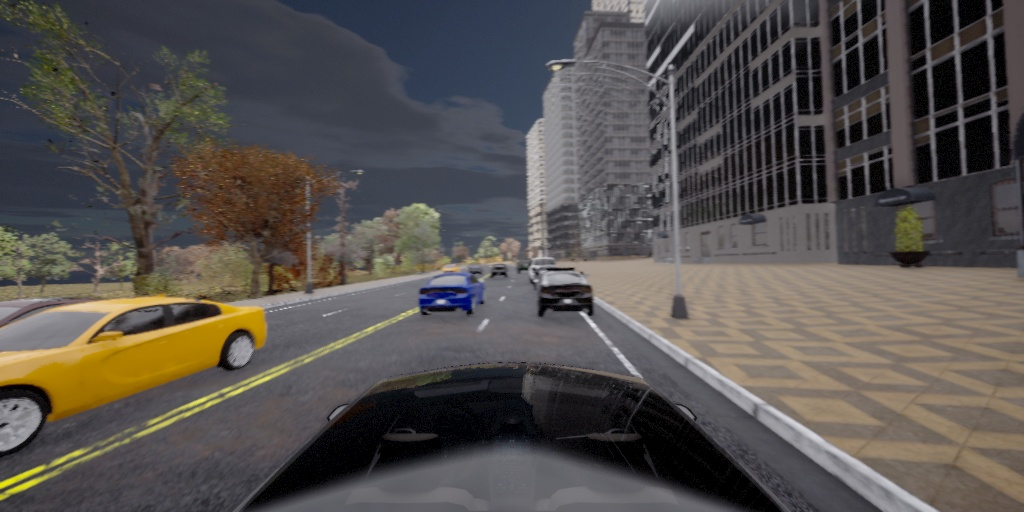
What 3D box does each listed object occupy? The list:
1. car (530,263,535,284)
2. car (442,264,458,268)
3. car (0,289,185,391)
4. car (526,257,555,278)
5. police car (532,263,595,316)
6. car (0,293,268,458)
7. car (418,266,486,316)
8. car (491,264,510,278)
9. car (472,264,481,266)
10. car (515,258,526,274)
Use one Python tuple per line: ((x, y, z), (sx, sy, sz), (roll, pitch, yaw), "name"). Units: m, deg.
((2.350, 1.400, 23.769), (1.812, 1.442, 4.674), (-1, 0, 2), "car")
((-7.981, 1.828, 46.792), (1.882, 1.535, 5.008), (-1, -1, 0), "car")
((-9.404, 1.562, 6.853), (1.812, 1.442, 4.674), (-2, -1, 4), "car")
((2.551, 1.148, 29.855), (2.150, 2.045, 5.566), (-1, -1, 2), "car")
((1.879, 1.227, 13.798), (1.930, 1.638, 5.238), (-2, 0, 3), "police car")
((-6.241, 1.421, 5.511), (1.882, 1.535, 5.008), (-2, 0, 4), "car")
((-2.234, 1.391, 14.438), (1.882, 1.535, 5.008), (-1, 0, 3), "car")
((-1.359, 1.623, 40.099), (1.837, 1.490, 4.892), (-1, 0, 1), "car")
((-4.720, 1.817, 46.891), (2.033, 1.411, 5.357), (-1, -1, 1), "car")
((1.858, 1.344, 48.974), (2.150, 2.045, 5.566), (-1, -1, 0), "car")
